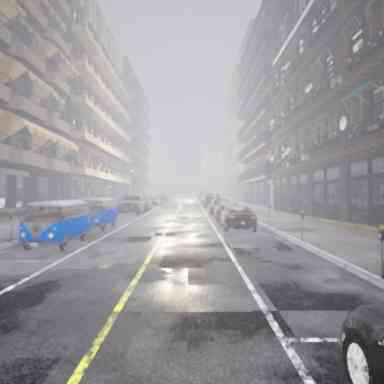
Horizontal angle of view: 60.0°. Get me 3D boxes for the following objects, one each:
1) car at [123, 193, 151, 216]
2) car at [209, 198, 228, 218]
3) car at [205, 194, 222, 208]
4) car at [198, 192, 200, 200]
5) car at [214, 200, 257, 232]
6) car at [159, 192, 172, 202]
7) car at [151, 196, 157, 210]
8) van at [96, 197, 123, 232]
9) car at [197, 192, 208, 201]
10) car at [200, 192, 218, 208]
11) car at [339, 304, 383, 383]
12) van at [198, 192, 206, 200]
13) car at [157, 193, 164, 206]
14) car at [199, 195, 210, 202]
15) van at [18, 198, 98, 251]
[{"bbox_3d":[-5.373,1.111,29.908,2.192,1.841,5.009,1,0,0],"label":"car"},{"bbox_3d":[2.518,1.372,24.340,1.887,1.381,4.507,1,0,0],"label":"car"},{"bbox_3d":[2.512,1.233,29.871,1.967,1.590,4.097,1,0,0],"label":"car"},{"bbox_3d":[2.407,1.110,51.995,1.967,1.590,4.097,1,0,0],"label":"car"},{"bbox_3d":[2.534,1.407,18.810,1.887,1.381,4.507,1,0,0],"label":"car"},{"bbox_3d":[-5.468,0.938,63.090,2.192,1.841,5.009,1,0,0],"label":"car"},{"bbox_3d":[-5.389,1.078,35.438,2.192,1.841,5.009,1,0,0],"label":"car"},{"bbox_3d":[-5.342,1.207,18.848,1.690,1.788,3.998,1,0,0],"label":"van"},{"bbox_3d":[2.346,0.892,74.120,2.192,1.841,5.009,1,0,0],"label":"car"},{"bbox_3d":[2.442,1.043,40.931,2.192,1.841,5.009,1,0,0],"label":"car"},{"bbox_3d":[2.580,1.532,2.219,2.008,1.369,4.403,1,0,0],"label":"car"},{"bbox_3d":[2.329,0.900,79.652,1.690,1.788,3.998,1,0,0],"label":"van"},{"bbox_3d":[-5.426,1.267,46.502,1.947,1.339,4.313,1,0,0],"label":"car"},{"bbox_3d":[2.372,1.201,63.059,1.802,1.307,4.206,1,0,0],"label":"car"},{"bbox_3d":[-5.326,1.244,13.316,1.690,1.788,3.998,1,0,0],"label":"van"}]
